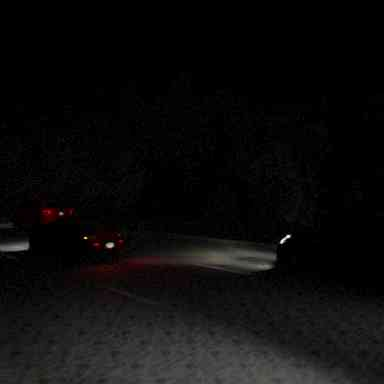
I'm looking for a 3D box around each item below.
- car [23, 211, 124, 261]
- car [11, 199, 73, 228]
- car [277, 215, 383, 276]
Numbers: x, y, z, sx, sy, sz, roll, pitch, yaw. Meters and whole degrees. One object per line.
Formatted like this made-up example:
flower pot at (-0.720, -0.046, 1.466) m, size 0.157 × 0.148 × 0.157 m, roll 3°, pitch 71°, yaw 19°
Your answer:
car at (-4.527, 1.661, 12.853) m, size 4.674 × 1.442 × 1.812 m, roll -1°, pitch -1°, yaw 41°
car at (-10.175, 1.464, 22.538) m, size 5.566 × 2.045 × 2.150 m, roll -1°, pitch -1°, yaw 41°
car at (4.799, 1.428, 9.549) m, size 4.553 × 1.767 × 2.097 m, roll -1°, pitch -1°, yaw 38°
